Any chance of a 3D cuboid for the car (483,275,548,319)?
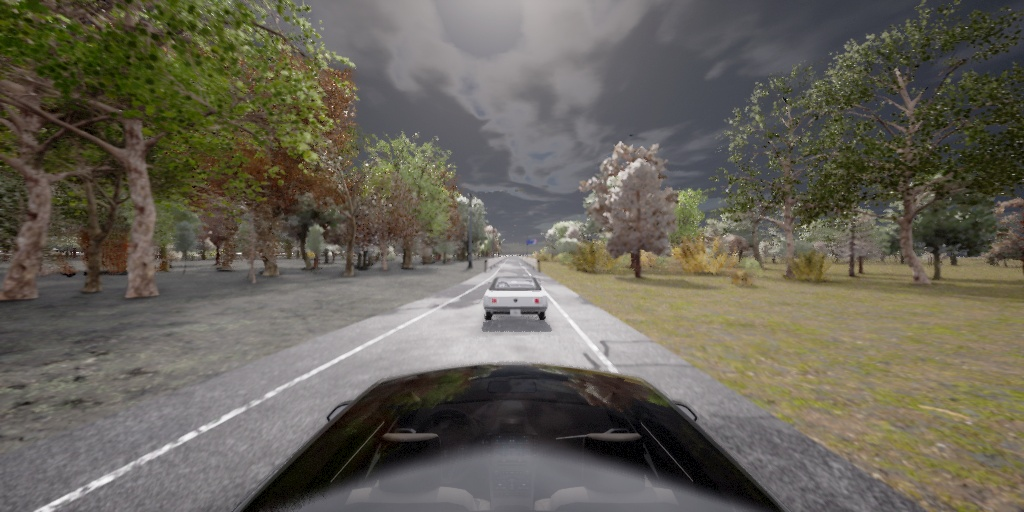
[{"bbox_3d":[0.107,1.294,12.426,1.895,1.301,4.718,0,0,0],"label":"car"}]
